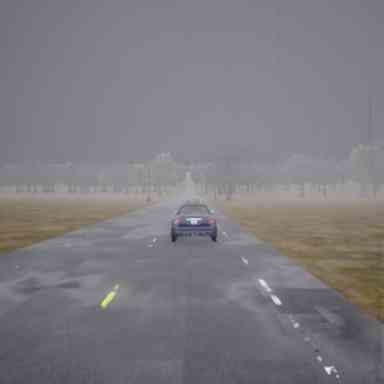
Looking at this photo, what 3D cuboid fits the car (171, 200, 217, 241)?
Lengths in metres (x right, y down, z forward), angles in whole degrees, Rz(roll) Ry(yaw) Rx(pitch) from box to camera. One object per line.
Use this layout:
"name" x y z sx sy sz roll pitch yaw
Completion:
"car" 0.089 1.333 16.791 2.097 1.767 4.553 -1 0 0

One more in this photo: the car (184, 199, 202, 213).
"car" 0.104 1.543 38.211 1.994 1.385 4.181 0 0 0
